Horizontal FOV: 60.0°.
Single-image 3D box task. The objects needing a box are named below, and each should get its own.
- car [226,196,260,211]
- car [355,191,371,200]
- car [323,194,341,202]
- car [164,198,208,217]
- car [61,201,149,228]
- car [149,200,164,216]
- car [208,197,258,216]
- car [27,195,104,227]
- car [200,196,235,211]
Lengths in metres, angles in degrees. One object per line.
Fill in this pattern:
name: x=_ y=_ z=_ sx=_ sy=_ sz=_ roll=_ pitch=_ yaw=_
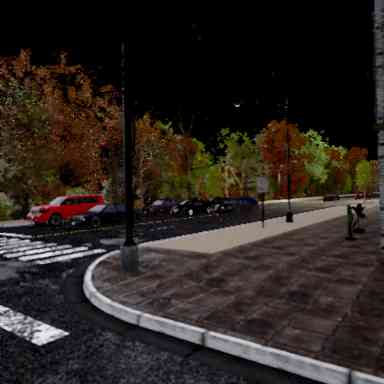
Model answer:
car: x=5.928 y=1.290 z=38.201 sx=1.812 sy=1.442 sz=4.674 roll=-1 pitch=0 yaw=36
car: x=31.913 y=0.618 z=62.129 sx=2.097 sy=1.767 sz=4.553 roll=-1 pitch=0 yaw=36
car: x=23.785 y=0.974 z=56.591 sx=2.033 sy=1.411 sz=5.357 roll=-1 pitch=0 yaw=36
car: x=0.041 y=1.374 z=30.240 sx=1.837 sy=1.490 sz=4.892 roll=-1 pitch=0 yaw=37
car: x=-5.693 y=1.518 z=22.474 sx=2.033 sy=1.411 sz=5.357 roll=-1 pitch=0 yaw=36
car: x=-2.635 y=1.483 z=32.079 sx=2.033 sy=1.411 sz=5.357 roll=-1 pitch=0 yaw=37
car: x=4.025 y=1.326 z=29.832 sx=2.033 sy=1.411 sz=5.357 roll=-1 pitch=0 yaw=36
car: x=-8.732 y=1.265 z=23.838 sx=2.150 sy=2.045 sz=5.566 roll=-1 pitch=0 yaw=37
car: x=3.199 y=1.337 z=39.969 sx=1.837 sy=1.490 sz=4.892 roll=-1 pitch=0 yaw=37
